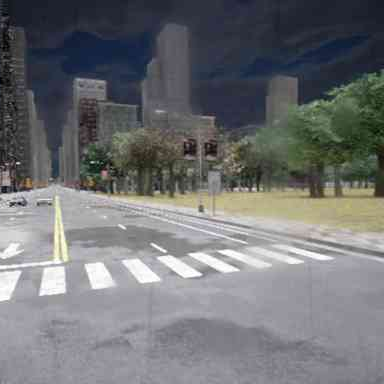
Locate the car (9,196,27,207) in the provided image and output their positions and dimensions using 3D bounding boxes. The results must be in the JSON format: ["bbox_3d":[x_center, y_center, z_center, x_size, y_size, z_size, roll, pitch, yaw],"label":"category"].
[{"bbox_3d":[-23.637,1.245,45.371,2.033,1.411,5.357,-1,1,-22],"label":"car"}]

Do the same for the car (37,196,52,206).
[{"bbox_3d":[-20.616,1.222,46.570,1.895,1.301,4.718,-1,1,-22],"label":"car"}]
